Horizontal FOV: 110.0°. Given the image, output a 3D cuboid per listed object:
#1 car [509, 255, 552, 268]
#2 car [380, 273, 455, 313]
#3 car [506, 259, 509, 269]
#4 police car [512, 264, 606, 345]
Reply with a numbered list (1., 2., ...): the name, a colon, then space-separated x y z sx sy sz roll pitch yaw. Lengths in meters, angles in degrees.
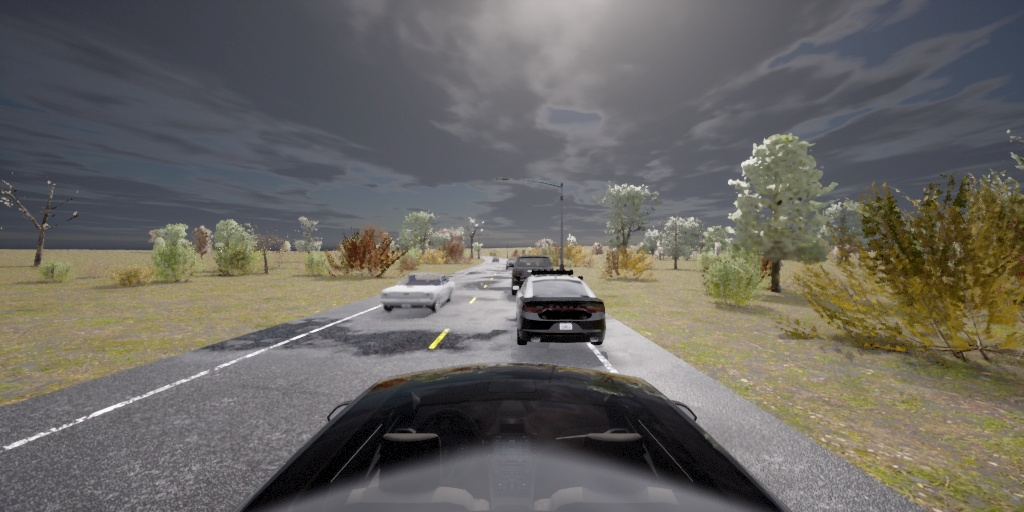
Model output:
1. car: 1.057 0.957 19.512 2.150 2.045 5.566 0 0 0
2. car: -3.496 1.341 14.076 1.895 1.301 4.718 0 0 0
3. car: 0.075 1.209 52.231 2.033 1.411 5.357 0 0 1
4. police car: 1.053 1.170 9.592 1.930 1.638 5.238 0 0 0
